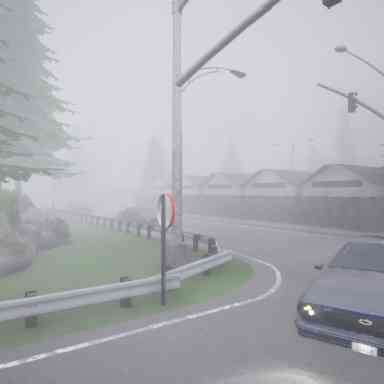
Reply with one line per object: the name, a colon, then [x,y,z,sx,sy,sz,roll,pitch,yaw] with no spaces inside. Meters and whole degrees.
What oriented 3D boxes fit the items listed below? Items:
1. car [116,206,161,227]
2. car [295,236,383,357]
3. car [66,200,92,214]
car: [-3.711,1.739,24.080,2.033,1.411,5.357,0,0,-35]
car: [3.616,1.582,6.250,2.033,1.411,5.357,1,-1,34]
car: [-12.654,1.695,37.093,1.837,1.490,4.892,-1,1,-33]
